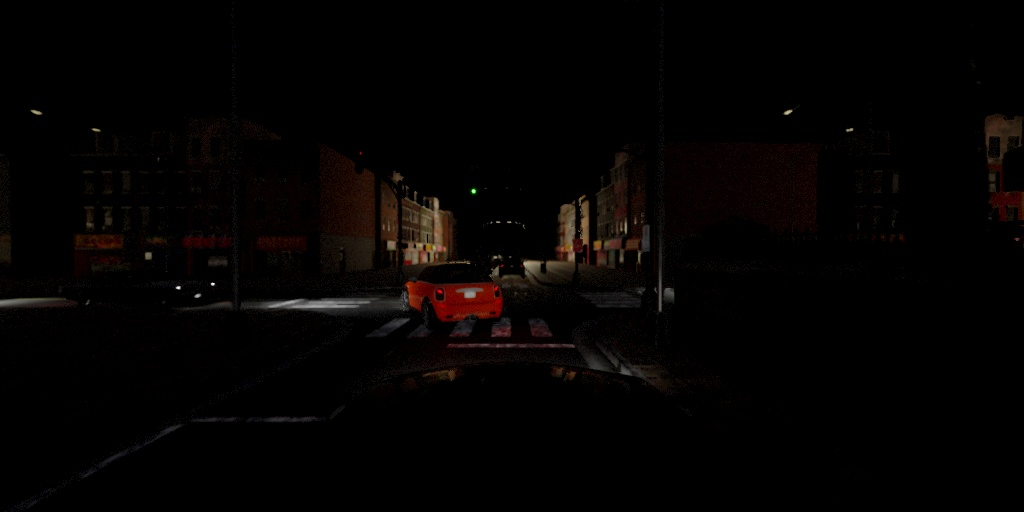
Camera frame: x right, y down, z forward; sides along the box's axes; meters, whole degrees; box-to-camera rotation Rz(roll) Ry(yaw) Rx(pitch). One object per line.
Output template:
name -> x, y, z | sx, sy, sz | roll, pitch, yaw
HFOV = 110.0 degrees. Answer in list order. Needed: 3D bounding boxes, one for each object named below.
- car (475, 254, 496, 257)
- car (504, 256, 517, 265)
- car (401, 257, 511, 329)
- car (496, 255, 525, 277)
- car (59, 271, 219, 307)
car -> -2.770, 0.737, 34.268 | 2.192, 1.841, 5.009 | 0, 0, 0
car -> -0.235, 0.731, 60.159 | 1.994, 1.385, 4.181 | 0, 1, 0
car -> -2.038, 1.012, 11.257 | 2.097, 1.767, 4.553 | 0, 1, -26
car -> -0.017, 0.813, 30.368 | 2.097, 1.767, 4.553 | 0, 1, 0
car -> -14.424, 1.245, 14.069 | 4.718, 1.301, 1.895 | 0, 1, 3
